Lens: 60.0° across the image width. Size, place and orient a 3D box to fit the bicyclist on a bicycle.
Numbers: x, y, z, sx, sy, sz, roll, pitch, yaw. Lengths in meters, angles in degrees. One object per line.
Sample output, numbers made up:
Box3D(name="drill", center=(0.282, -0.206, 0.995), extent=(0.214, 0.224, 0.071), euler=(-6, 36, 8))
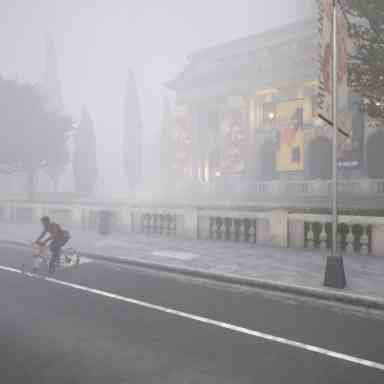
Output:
Box3D(name="bicyclist on a bicycle", center=(-3.689, 1.441, 8.758), extent=(0.582, 1.620, 1.656), euler=(0, 2, 35))
